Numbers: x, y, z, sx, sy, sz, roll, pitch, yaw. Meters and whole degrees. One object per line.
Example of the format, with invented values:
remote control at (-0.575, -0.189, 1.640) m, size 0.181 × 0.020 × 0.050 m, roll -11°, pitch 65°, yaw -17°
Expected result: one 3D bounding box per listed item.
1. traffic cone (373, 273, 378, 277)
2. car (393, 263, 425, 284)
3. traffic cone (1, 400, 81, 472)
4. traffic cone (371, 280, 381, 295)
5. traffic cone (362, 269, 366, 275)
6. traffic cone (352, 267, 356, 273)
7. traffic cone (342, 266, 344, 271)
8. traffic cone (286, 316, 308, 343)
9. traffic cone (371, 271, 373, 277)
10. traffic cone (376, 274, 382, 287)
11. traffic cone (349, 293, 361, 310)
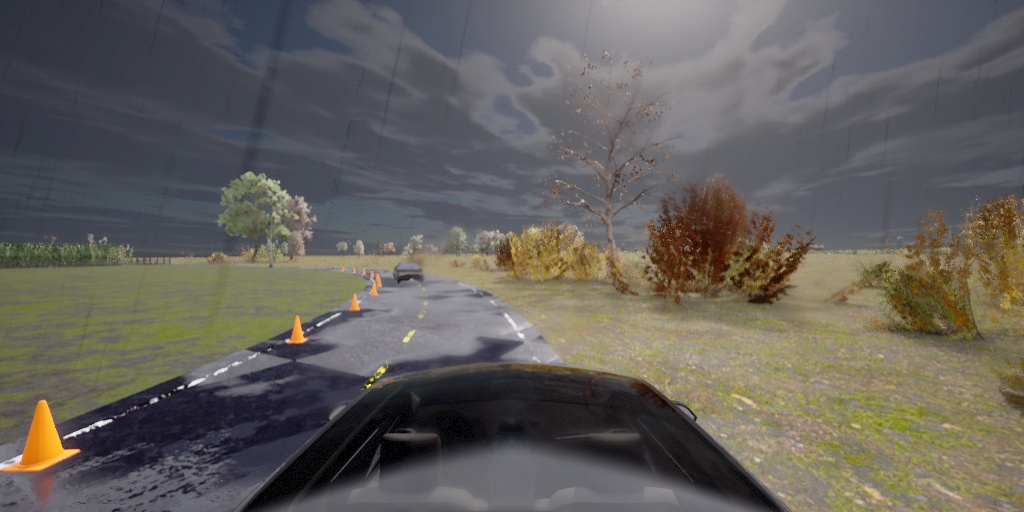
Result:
traffic cone at (-10.038, 1.582, 26.795) m, size 0.340 × 0.580 × 0.340 m, roll 0°, pitch 0°, yaw -24°
car at (-7.668, 1.189, 26.362) m, size 2.033 × 1.411 × 5.357 m, roll 0°, pitch 0°, yaw -22°
traffic cone at (-4.547, 1.698, 3.475) m, size 0.340 × 0.580 × 0.340 m, roll 0°, pitch 0°, yaw -3°
traffic cone at (-6.813, 1.630, 17.722) m, size 0.340 × 0.580 × 0.340 m, roll 0°, pitch 0°, yaw -15°
traffic cone at (-14.556, 1.545, 35.297) m, size 0.340 × 0.580 × 0.340 m, roll 0°, pitch 0°, yaw -32°
traffic cone at (-17.271, 1.532, 39.277) m, size 0.340 × 0.580 × 0.340 m, roll 0°, pitch 0°, yaw -36°
traffic cone at (-20.269, 1.521, 43.049) m, size 0.340 × 0.580 × 0.340 m, roll 0°, pitch 0°, yaw -41°
traffic cone at (-4.952, 1.676, 8.275) m, size 0.340 × 0.580 × 0.340 m, roll 0°, pitch 0°, yaw -7°
traffic cone at (-12.140, 1.562, 31.129) m, size 0.340 × 0.580 × 0.340 m, roll 0°, pitch 0°, yaw -28°
traffic cone at (-8.259, 1.606, 22.318) m, size 0.340 × 0.580 × 0.340 m, roll 0°, pitch 0°, yaw -20°
traffic cone at (-5.709, 1.654, 13.033) m, size 0.340 × 0.580 × 0.340 m, roll 0°, pitch 0°, yaw -11°
